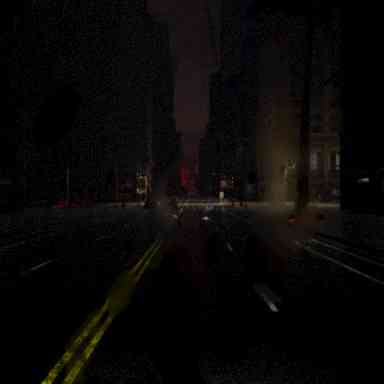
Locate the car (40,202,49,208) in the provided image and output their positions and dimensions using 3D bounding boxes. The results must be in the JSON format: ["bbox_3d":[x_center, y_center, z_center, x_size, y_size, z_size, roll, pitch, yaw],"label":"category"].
[{"bbox_3d":[-29.040,2.403,71.518,5.009,1.841,2.192,-1,0,0],"label":"car"}]

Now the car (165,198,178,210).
[{"bbox_3d":[-3.242,2.070,53.119,1.812,1.442,4.674,0,-1,0],"label":"car"}]

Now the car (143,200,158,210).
[{"bbox_3d":[-6.496,2.021,52.846,1.882,1.535,5.008,0,-1,0],"label":"car"}]

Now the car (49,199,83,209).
[{"bbox_3d":[-23.813,2.491,62.973,4.829,1.417,1.752,-1,0,0],"label":"car"}]

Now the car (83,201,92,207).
[{"bbox_3d":[-23.949,2.561,71.501,4.507,1.381,1.887,-1,0,0],"label":"car"}]

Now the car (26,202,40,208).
[{"bbox_3d":[-34.123,2.740,71.539,4.206,1.307,1.802,-1,0,0],"label":"car"}]
